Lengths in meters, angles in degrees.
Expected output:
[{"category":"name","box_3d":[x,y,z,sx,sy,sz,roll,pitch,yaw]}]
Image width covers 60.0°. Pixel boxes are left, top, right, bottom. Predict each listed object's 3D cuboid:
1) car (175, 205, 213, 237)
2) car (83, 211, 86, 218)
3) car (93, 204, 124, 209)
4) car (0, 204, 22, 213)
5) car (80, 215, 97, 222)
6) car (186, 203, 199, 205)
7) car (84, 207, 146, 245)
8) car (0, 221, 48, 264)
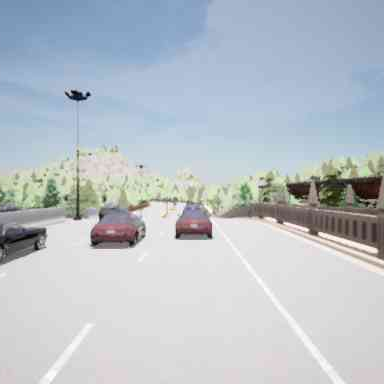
[{"category":"car","box_3d":[0.095,1.664,18.635,1.994,1.385,4.181,0,0,0]},{"category":"car","box_3d":[-14.082,3.022,48.438,2.097,1.767,4.553,0,-6,0]},{"category":"car","box_3d":[-6.907,1.791,29.716,2.128,1.511,4.902,0,-2,0]},{"category":"car","box_3d":[-17.598,1.834,30.785,2.128,1.511,4.902,0,-2,0]},{"category":"car","box_3d":[-21.017,5.386,67.620,1.895,1.301,4.718,0,-6,0]},{"category":"car","box_3d":[0.091,1.983,36.324,2.097,1.767,4.553,0,-4,0]},{"category":"car","box_3d":[-3.404,1.650,15.938,1.994,1.385,4.181,0,0,0]},{"category":"car","box_3d":[-6.903,1.664,11.710,1.895,1.301,4.718,0,0,0]}]
